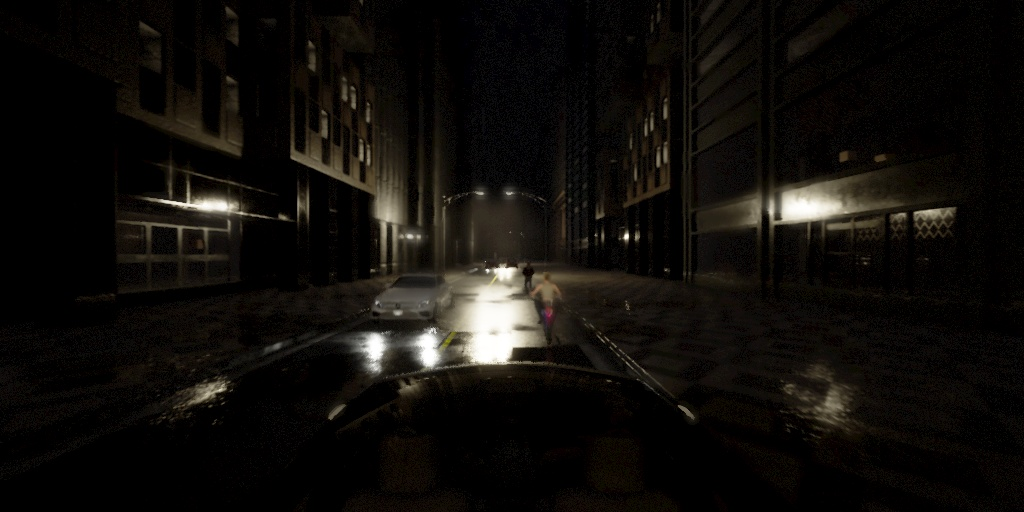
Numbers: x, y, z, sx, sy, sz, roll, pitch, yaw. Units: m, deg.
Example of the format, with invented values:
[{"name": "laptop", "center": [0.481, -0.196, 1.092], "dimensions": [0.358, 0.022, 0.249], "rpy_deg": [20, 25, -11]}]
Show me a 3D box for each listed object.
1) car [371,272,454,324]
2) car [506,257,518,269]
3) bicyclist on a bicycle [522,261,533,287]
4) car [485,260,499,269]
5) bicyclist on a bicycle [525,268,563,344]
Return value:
[{"name": "car", "center": [-3.112, 1.289, 12.109], "dimensions": [1.812, 1.442, 4.674], "rpy_deg": [0, 0, 0]}, {"name": "car", "center": [0.018, 1.286, 59.469], "dimensions": [1.882, 1.535, 5.008], "rpy_deg": [0, 0, 0]}, {"name": "bicyclist on a bicycle", "center": [0.806, 1.140, 17.606], "dimensions": [0.659, 1.776, 1.843], "rpy_deg": [0, 0, 0]}, {"name": "car", "center": [-3.134, 1.371, 56.313], "dimensions": [1.994, 1.385, 4.181], "rpy_deg": [0, 0, 0]}, {"name": "bicyclist on a bicycle", "center": [0.842, 1.195, 8.667], "dimensions": [0.866, 1.612, 1.509], "rpy_deg": [0, 0, 0]}]
